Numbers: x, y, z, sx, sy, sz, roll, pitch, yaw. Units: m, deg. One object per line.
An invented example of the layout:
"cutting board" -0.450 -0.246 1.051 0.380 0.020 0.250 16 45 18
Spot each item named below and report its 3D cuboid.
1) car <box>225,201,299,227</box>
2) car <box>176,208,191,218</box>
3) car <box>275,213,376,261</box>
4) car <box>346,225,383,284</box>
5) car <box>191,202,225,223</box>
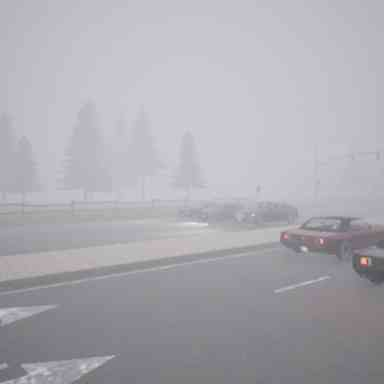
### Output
"car" 4.874 1.374 21.577 4.902 1.511 2.128 0 0 -36
"car" 1.032 1.537 27.432 4.718 1.301 1.895 -1 0 -36
"car" 5.405 1.517 11.971 4.718 1.301 1.895 -1 0 -36
"car" 5.975 1.529 8.067 4.718 1.301 1.895 -1 0 -36
"car" 2.401 1.451 24.113 4.181 1.385 1.994 0 0 -35
